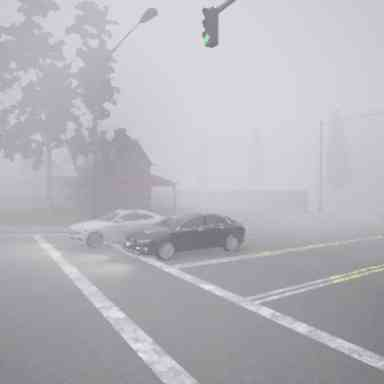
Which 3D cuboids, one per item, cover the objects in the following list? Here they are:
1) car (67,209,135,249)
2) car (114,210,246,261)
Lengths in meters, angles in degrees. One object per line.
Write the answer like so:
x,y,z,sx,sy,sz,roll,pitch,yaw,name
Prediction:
-3.030,1.515,14.688,4.674,1.442,1.812,0,0,-35,car
-0.140,1.509,12.440,4.892,1.490,1.837,0,0,-35,car
